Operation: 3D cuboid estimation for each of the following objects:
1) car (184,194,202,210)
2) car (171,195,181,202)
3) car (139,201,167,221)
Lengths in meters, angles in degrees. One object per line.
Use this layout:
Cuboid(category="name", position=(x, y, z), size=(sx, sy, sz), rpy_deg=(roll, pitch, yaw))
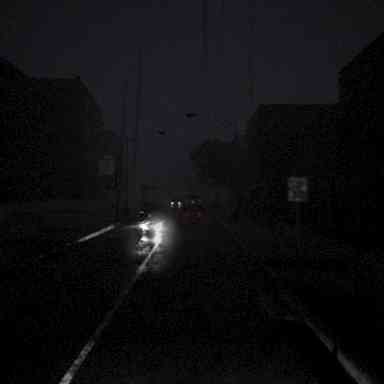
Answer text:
Cuboid(category="car", position=(0.106, 1.229, 42.819), size=(2.150, 2.045, 5.566), rpy_deg=(0, 0, 0))
Cuboid(category="car", position=(-3.249, 1.310, 68.147), size=(1.812, 1.442, 4.674), rpy_deg=(0, 1, 0))
Cuboid(category="car", position=(-3.117, 1.506, 27.004), size=(2.128, 1.511, 4.902), rpy_deg=(0, 0, 0))
